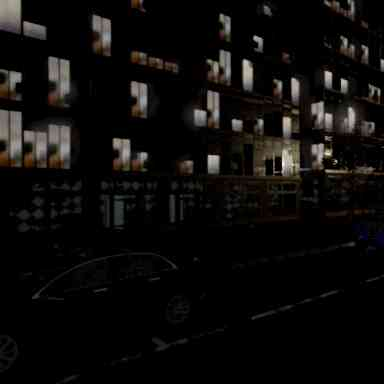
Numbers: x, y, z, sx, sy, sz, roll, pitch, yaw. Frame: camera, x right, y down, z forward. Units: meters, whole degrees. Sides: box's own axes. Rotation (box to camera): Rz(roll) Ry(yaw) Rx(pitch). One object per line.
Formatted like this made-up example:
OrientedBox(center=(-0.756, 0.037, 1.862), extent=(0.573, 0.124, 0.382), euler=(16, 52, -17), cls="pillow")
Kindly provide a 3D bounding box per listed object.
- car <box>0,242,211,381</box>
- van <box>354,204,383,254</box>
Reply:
OrientedBox(center=(-1.708, 1.564, 5.351), extent=(4.403, 1.369, 2.008), euler=(0, 0, -36), cls="car")
OrientedBox(center=(7.518, 1.294, 12.021), extent=(3.998, 1.788, 1.690), euler=(0, 0, -36), cls="van")
